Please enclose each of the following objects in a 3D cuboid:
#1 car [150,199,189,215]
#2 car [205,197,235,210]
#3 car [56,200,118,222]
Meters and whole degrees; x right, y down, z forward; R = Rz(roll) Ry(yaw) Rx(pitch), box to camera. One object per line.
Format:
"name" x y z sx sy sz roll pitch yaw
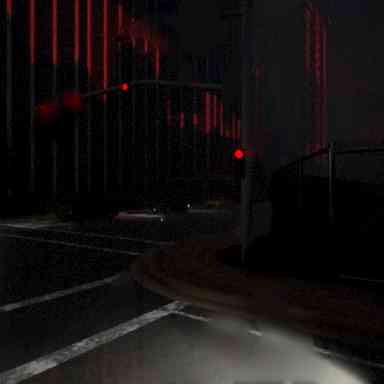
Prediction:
"car" -2.200 1.450 33.965 1.837 1.490 4.892 0 0 36
"car" 3.586 1.422 42.058 1.882 1.535 5.008 0 0 36
"car" -8.008 1.422 25.830 1.882 1.535 5.008 0 0 36
